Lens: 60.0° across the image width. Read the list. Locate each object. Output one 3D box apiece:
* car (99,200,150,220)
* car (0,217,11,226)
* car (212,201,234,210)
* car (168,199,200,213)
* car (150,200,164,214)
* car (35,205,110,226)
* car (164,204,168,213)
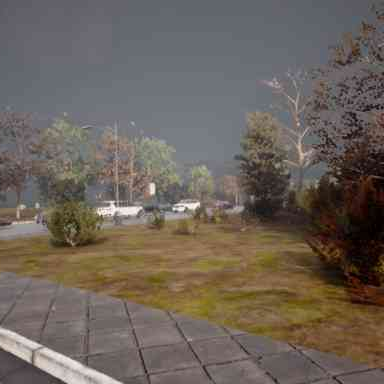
[{"bbox_3d":[-7.381,1.923,34.824,2.150,2.045,5.566,-3,-2,32],"label":"car"},{"bbox_3d":[-17.322,2.387,26.301,2.033,1.411,5.357,-3,-2,34],"label":"car"},{"bbox_3d":[5.183,2.205,54.792,2.097,1.767,4.553,-3,-2,32],"label":"car"},{"bbox_3d":[-0.796,2.192,52.141,2.150,2.045,5.566,-3,-2,33],"label":"car"},{"bbox_3d":[-6.471,2.123,43.185,2.150,2.045,5.566,-3,-2,32],"label":"car"},{"bbox_3d":[-9.090,2.030,25.720,1.837,1.490,4.892,-3,-2,34],"label":"car"},{"bbox_3d":[-4.582,2.606,52.687,2.128,1.511,4.902,-3,-2,32],"label":"car"}]
